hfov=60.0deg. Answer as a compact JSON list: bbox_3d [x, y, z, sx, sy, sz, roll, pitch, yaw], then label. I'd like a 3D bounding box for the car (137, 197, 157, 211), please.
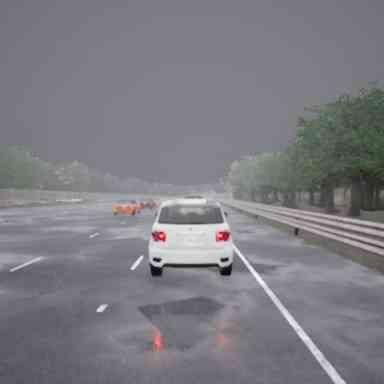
[{"bbox_3d":[-6.291,1.625,46.875,2.097,1.767,4.553,0,-1,2],"label":"car"}]

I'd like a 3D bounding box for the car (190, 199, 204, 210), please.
[{"bbox_3d":[0.756,1.761,48.040,1.837,1.490,4.892,0,0,2],"label":"car"}]

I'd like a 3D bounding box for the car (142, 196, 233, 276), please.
[{"bbox_3d":[-0.010,1.244,10.487,2.150,2.045,5.566,0,-1,0],"label":"car"}]

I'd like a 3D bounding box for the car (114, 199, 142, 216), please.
[{"bbox_3d":[-6.680,1.532,35.137,2.097,1.767,4.553,0,0,2],"label":"car"}]

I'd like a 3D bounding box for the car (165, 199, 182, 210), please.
[{"bbox_3d":[-2.709,1.832,49.341,2.033,1.411,5.357,0,-1,3],"label":"car"}]

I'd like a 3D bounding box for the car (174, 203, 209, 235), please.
[{"bbox_3d":[-0.001,1.545,20.397,1.882,1.535,5.008,0,0,0],"label":"car"}]
